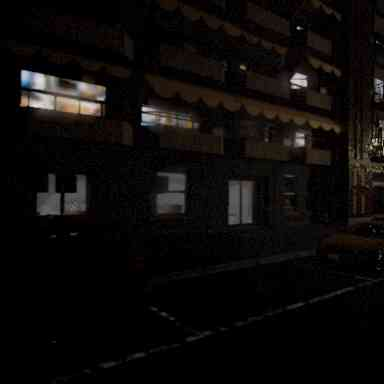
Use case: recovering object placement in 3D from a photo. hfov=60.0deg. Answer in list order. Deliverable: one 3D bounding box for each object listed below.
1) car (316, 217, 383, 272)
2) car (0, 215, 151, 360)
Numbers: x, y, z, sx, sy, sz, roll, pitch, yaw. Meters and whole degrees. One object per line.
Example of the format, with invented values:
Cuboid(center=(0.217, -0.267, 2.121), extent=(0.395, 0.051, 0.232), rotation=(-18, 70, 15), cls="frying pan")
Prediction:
Cuboid(center=(5.968, 1.521, 10.807), extent=(4.829, 1.417, 1.752), rotation=(0, 1, -36), cls="car")
Cuboid(center=(-2.956, 1.315, 4.434), extent=(5.009, 1.841, 2.192), rotation=(0, 1, -36), cls="car")
